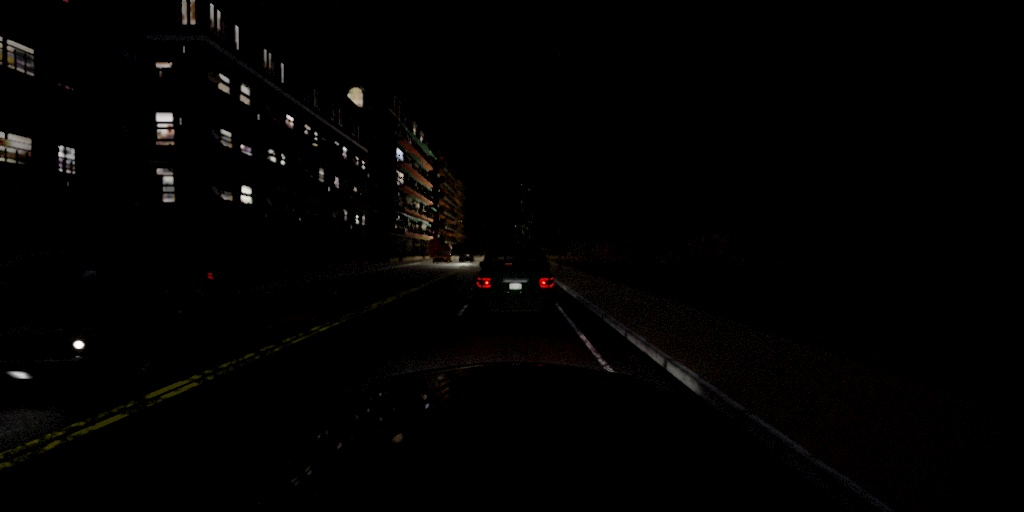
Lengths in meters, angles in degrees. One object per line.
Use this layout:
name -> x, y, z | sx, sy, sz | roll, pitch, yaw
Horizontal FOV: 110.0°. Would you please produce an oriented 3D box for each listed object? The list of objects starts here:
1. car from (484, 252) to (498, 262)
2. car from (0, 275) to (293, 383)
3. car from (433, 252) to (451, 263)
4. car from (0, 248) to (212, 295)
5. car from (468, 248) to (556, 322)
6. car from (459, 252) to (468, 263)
car -> -3.245, 0.125, 56.324 | 1.837, 1.490, 4.892 | 0, 1, 0
car -> -6.601, 1.242, 7.007 | 1.895, 1.301, 4.718 | 0, 1, 0
car -> -9.844, 0.219, 50.523 | 1.882, 1.535, 5.008 | 0, 1, 0
car -> -9.852, 0.837, 8.261 | 2.150, 2.045, 5.566 | 0, 1, 0
car -> 0.097, 0.772, 11.431 | 2.150, 2.045, 5.566 | 0, 1, 0
car -> -6.577, 0.199, 52.186 | 2.128, 1.511, 4.902 | 0, 1, 0
